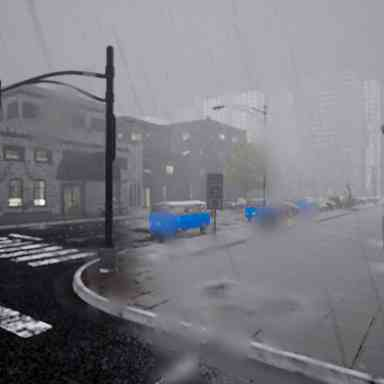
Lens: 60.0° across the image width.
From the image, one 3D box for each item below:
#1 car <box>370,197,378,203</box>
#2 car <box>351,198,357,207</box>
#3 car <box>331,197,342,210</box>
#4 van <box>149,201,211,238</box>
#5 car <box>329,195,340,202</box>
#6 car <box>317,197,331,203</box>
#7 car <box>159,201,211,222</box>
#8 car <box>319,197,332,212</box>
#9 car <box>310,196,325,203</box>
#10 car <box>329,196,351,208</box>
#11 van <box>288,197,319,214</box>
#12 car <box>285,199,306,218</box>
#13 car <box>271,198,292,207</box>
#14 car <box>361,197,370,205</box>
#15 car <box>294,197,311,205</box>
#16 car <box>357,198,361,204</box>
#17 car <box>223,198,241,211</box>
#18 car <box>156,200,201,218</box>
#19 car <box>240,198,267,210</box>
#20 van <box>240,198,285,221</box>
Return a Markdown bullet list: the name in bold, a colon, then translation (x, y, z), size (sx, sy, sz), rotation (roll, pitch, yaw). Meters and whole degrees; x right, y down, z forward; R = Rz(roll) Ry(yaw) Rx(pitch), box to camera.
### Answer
- **car**: translation (43.779, 1.890, 81.278), size (1.947, 1.339, 4.313), rotation (0, 0, 35)
- **car**: translation (24.787, 1.507, 54.133), size (2.192, 1.841, 5.009), rotation (0, 0, 35)
- **car**: translation (18.454, 1.719, 45.084), size (1.947, 1.339, 4.313), rotation (0, 0, 35)
- **van**: translation (-0.538, 1.396, 17.938), size (1.690, 1.788, 3.998), rotation (0, 0, 35)
- **car**: translation (36.922, 1.695, 86.097), size (1.967, 1.590, 4.097), rotation (0, 0, 35)
- **car**: translation (30.590, 1.774, 77.048), size (1.947, 1.339, 4.313), rotation (0, 0, 35)
- **car**: translation (-0.456, 1.534, 28.153), size (1.837, 1.490, 4.892), rotation (1, 0, 35)
- **car**: translation (15.386, 1.661, 40.699), size (1.752, 1.417, 4.829), rotation (0, 0, 35)
- **car**: translation (27.328, 1.711, 72.385), size (1.752, 1.417, 4.829), rotation (0, 0, 35)
- **car**: translation (21.621, 1.487, 49.609), size (2.192, 1.841, 5.009), rotation (0, 0, 35)
- **van**: translation (12.124, 1.459, 36.035), size (1.690, 1.788, 3.998), rotation (0, 0, 35)
- **car**: translation (8.957, 1.645, 31.511), size (1.887, 1.381, 4.507), rotation (0, 0, 35)
- **car**: translation (14.764, 1.648, 54.427), size (1.887, 1.381, 4.507), rotation (0, 0, 35)
- **car**: translation (34.282, 1.800, 67.706), size (1.887, 1.381, 4.507), rotation (0, 0, 35)
- **car**: translation (21.095, 1.688, 63.475), size (1.887, 1.381, 4.507), rotation (0, 0, 35)
- **car**: translation (28.048, 1.738, 58.796), size (1.752, 1.417, 4.829), rotation (0, 0, 35)
- **car**: translation (5.268, 1.489, 40.855), size (1.967, 1.590, 4.097), rotation (0, 0, 35)
- **car**: translation (-1.161, 1.540, 31.666), size (1.752, 1.417, 4.829), rotation (0, 0, 35)
- **car**: translation (8.433, 1.611, 45.379), size (1.887, 1.381, 4.507), rotation (0, 0, 35)
- **van**: translation (5.793, 1.426, 26.987), size (1.690, 1.788, 3.998), rotation (0, 0, 35)
